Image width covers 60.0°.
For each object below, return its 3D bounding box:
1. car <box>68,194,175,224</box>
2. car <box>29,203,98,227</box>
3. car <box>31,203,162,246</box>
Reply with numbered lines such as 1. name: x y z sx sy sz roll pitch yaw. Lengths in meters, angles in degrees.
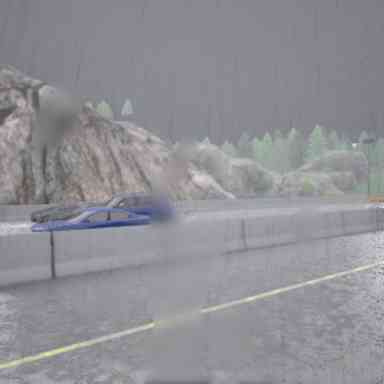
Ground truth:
1. car: -3.609 1.157 18.593 5.566 2.045 2.150 -1 0 -35
2. car: -8.977 1.514 23.365 4.181 1.385 1.994 -1 0 -35
3. car: -4.029 1.439 14.001 5.008 1.535 1.882 -1 0 -35
